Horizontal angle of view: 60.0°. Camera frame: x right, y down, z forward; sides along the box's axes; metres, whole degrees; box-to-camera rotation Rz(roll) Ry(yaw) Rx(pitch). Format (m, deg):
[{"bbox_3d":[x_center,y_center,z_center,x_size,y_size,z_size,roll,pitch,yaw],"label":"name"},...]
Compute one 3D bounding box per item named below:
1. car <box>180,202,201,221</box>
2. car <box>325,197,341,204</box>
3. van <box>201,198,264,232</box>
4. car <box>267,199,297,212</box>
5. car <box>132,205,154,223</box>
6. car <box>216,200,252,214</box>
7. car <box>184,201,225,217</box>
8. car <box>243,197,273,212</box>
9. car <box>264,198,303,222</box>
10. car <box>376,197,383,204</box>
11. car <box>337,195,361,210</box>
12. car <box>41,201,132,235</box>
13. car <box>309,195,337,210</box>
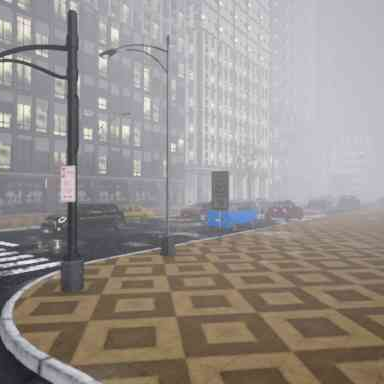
[{"bbox_3d":[1.043,1.498,27.367,1.882,1.535,5.008,0,0,37],"label":"car"},{"bbox_3d":[28.406,1.622,67.008,2.008,1.369,4.403,0,0,38],"label":"car"},{"bbox_3d":[2.565,1.366,20.286,1.690,1.788,3.998,0,0,38],"label":"van"},{"bbox_3d":[10.866,1.559,40.099,1.812,1.442,4.674,0,0,38],"label":"car"},{"bbox_3d":[-4.827,1.538,23.995,1.752,1.417,4.829,0,0,38],"label":"car"},{"bbox_3d":[4.668,1.568,36.132,1.887,1.381,4.507,0,0,38],"label":"car"},{"bbox_3d":[1.277,1.601,31.721,1.802,1.307,4.206,0,0,38],"label":"car"},{"bbox_3d":[8.059,1.469,40.543,1.967,1.590,4.097,0,0,38],"label":"car"},{"bbox_3d":[7.524,1.471,26.917,1.967,1.590,4.097,0,0,38],"label":"car"},{"bbox_3d":[38.043,1.657,66.615,1.947,1.339,4.313,0,0,38],"label":"car"},{"bbox_3d":[21.088,1.367,44.561,2.192,1.841,5.009,0,0,38],"label":"car"},{"bbox_3d":[-5.877,1.365,18.369,2.097,1.767,4.553,0,0,38],"label":"car"},{"bbox_3d":[16.397,1.535,42.503,2.128,1.511,4.902,0,0,38],"label":"car"}]
